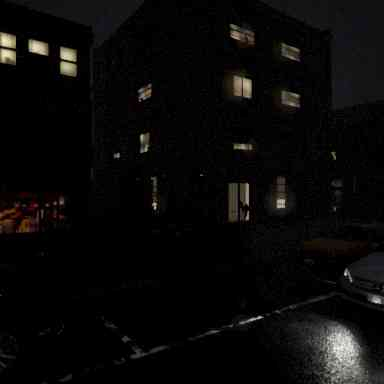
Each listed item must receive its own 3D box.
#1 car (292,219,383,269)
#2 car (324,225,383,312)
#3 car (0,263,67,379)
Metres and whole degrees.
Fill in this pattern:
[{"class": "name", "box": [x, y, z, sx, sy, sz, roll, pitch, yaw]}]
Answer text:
[{"class": "car", "box": [5.056, 1.526, 10.177, 4.829, 1.417, 1.752, 0, 0, -36]}, {"class": "car", "box": [4.971, 1.526, 6.913, 4.674, 1.442, 1.812, 0, 0, -36]}, {"class": "car", "box": [-3.795, 1.551, 3.854, 4.403, 1.369, 2.008, 0, 0, -36]}]
